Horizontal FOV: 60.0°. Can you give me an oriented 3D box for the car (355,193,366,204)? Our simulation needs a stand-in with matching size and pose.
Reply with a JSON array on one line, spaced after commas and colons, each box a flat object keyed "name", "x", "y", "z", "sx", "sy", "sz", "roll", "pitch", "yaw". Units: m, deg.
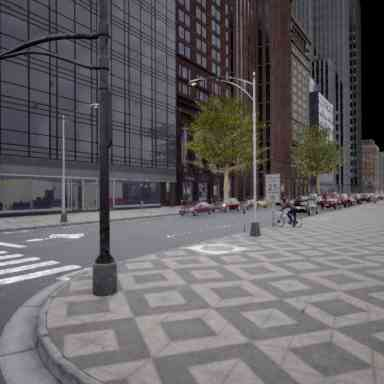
[{"name": "car", "x": 26.684, "y": 1.118, "z": 54.733, "sx": 2.192, "sy": 1.841, "sz": 5.009, "roll": 0, "pitch": 0, "yaw": 35}]

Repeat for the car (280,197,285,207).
[{"name": "car", "x": 13.274, "y": 1.456, "z": 50.279, "sx": 1.947, "sy": 1.339, "sz": 4.313, "roll": 0, "pitch": 0, "yaw": 35}]

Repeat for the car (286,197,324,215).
[{"name": "car", "x": 10.706, "y": 1.424, "z": 31.504, "sx": 1.947, "sy": 1.339, "sz": 4.313, "roll": 0, "pitch": 0, "yaw": 35}]

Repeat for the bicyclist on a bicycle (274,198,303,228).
[{"name": "bicyclist on a bicycle", "x": 5.277, "y": 1.177, "z": 18.388, "sx": 1.656, "sy": 1.620, "sz": 0.582, "roll": -1, "pitch": 0, "yaw": 35}]

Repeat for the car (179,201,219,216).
[{"name": "car", "x": 0.489, "y": 1.524, "z": 31.694, "sx": 1.802, "sy": 1.307, "sz": 4.206, "roll": 0, "pitch": 0, "yaw": 35}]

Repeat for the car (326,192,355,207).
[{"name": "car", "x": 20.293, "y": 1.137, "z": 45.442, "sx": 2.192, "sy": 1.841, "sz": 5.009, "roll": 0, "pitch": 0, "yaw": 35}]

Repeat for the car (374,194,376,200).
[{"name": "car", "x": 36.370, "y": 1.303, "z": 68.809, "sx": 1.752, "sy": 1.417, "sz": 4.829, "roll": -1, "pitch": 0, "yaw": 35}]

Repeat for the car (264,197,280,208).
[{"name": "car", "x": 9.981, "y": 1.426, "z": 45.492, "sx": 1.752, "sy": 1.417, "sz": 4.829, "roll": 0, "pitch": 0, "yaw": 35}]

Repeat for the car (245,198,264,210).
[{"name": "car", "x": 6.882, "y": 1.495, "z": 40.986, "sx": 1.802, "sy": 1.307, "sz": 4.206, "roll": 0, "pitch": 0, "yaw": 35}]

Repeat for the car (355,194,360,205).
[{"name": "car", "x": 23.490, "y": 1.378, "z": 50.086, "sx": 1.947, "sy": 1.339, "sz": 4.313, "roll": 0, "pitch": 0, "yaw": 35}]

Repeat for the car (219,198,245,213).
[{"name": "car", "x": 3.684, "y": 1.367, "z": 36.340, "sx": 1.967, "sy": 1.590, "sz": 4.097, "roll": 0, "pitch": 0, "yaw": 35}]

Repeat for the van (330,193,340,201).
[{"name": "van", "x": 35.647, "y": 1.186, "z": 82.803, "sx": 1.690, "sy": 1.788, "sz": 3.998, "roll": -1, "pitch": 0, "yaw": 35}]

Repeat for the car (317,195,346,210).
[{"name": "car", "x": 17.097, "y": 1.377, "z": 40.796, "sx": 1.887, "sy": 1.381, "sz": 4.507, "roll": 0, "pitch": 0, "yaw": 35}]

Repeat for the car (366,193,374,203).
[{"name": "car", "x": 33.077, "y": 1.100, "z": 64.024, "sx": 2.192, "sy": 1.841, "sz": 5.009, "roll": 0, "pitch": 0, "yaw": 35}]

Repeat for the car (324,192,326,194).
[{"name": "car", "x": 22.214, "y": 1.052, "z": 52.768, "sx": 2.150, "sy": 2.045, "sz": 5.566, "roll": -1, "pitch": 0, "yaw": 35}]

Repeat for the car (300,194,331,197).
[{"name": "car", "x": 16.527, "y": 1.340, "z": 44.502, "sx": 2.128, "sy": 1.511, "sz": 4.902, "roll": -1, "pitch": 0, "yaw": 35}]

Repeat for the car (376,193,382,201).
[{"name": "car", "x": 42.665, "y": 1.359, "z": 77.959, "sx": 1.802, "sy": 1.307, "sz": 4.206, "roll": -1, "pitch": 0, "yaw": 35}]

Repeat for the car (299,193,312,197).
[{"name": "car", "x": 19.667, "y": 1.416, "z": 59.571, "sx": 1.887, "sy": 1.381, "sz": 4.507, "roll": 0, "pitch": 0, "yaw": 35}]

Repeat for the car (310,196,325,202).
[{"name": "car", "x": 26.061, "y": 1.419, "z": 68.864, "sx": 1.947, "sy": 1.339, "sz": 4.313, "roll": 0, "pitch": 0, "yaw": 35}]
